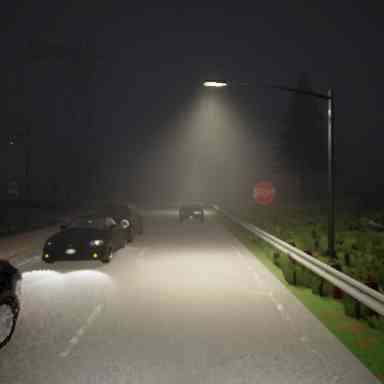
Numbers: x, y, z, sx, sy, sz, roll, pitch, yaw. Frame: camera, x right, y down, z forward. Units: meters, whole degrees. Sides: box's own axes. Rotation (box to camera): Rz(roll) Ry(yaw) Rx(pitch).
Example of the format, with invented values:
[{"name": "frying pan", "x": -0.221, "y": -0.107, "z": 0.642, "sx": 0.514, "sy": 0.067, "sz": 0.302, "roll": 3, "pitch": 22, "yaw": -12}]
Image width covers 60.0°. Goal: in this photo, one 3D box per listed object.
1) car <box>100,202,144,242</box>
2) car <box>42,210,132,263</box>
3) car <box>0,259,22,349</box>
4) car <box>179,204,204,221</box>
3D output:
[{"name": "car", "x": -3.649, "y": 1.341, "z": 16.092, "sx": 2.097, "sy": 1.767, "sz": 4.553, "roll": 0, "pitch": 0, "yaw": 0}, {"name": "car", "x": -3.569, "y": 1.556, "z": 11.760, "sx": 1.994, "sy": 1.385, "sz": 4.181, "roll": 0, "pitch": 0, "yaw": 0}, {"name": "car", "x": -3.613, "y": 1.503, "z": 3.401, "sx": 1.837, "sy": 1.490, "sz": 4.892, "roll": 0, "pitch": 0, "yaw": 0}, {"name": "car", "x": -0.060, "y": 1.583, "z": 26.515, "sx": 1.895, "sy": 1.301, "sz": 4.718, "roll": 0, "pitch": 0, "yaw": 0}]
